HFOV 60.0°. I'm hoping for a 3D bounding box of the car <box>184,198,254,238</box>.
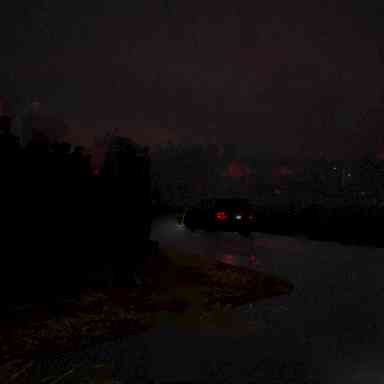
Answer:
[{"bbox_3d":[1.363,1.373,18.560,2.150,2.045,5.566,2,-2,-19],"label":"car"}]
